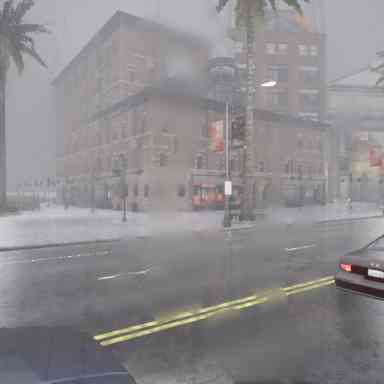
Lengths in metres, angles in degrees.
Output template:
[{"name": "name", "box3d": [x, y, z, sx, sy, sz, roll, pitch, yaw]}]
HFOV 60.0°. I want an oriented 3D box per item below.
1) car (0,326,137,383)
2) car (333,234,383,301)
[{"name": "car", "box3d": [-2.867, 1.547, 1.640, 5.357, 1.411, 2.033, 0, 0, -37]}, {"name": "car", "box3d": [5.434, 1.547, 7.572, 5.357, 1.411, 2.033, 0, 0, -35]}]
